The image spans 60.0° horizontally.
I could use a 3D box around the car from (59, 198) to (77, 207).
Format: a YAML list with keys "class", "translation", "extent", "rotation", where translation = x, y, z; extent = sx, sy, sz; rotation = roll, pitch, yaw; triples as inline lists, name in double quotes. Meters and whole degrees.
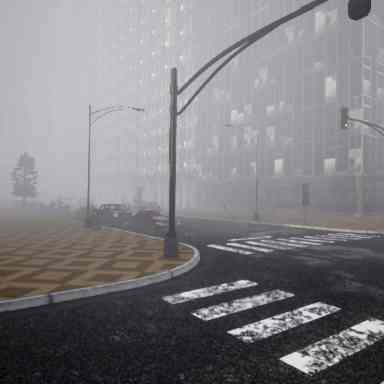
- class: "car"
  translation: [-24.662, 2.036, 66.106]
  extent: [2.192, 1.841, 5.009]
  rotation: [1, -1, -35]

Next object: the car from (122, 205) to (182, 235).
- class: "car"
  translation: [-2.241, 1.662, 19.372]
  extent: [1.802, 1.307, 4.206]
  rotation: [1, -1, -35]

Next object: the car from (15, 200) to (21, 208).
- class: "car"
  translation: [-28.277, 2.062, 56.647]
  extent: [1.887, 1.381, 4.507]
  rotation: [1, -1, -35]

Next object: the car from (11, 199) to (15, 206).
- class: "car"
  translation: [-31.533, 2.123, 61.305]
  extent: [2.008, 1.369, 4.403]
  rotation: [1, -1, -35]

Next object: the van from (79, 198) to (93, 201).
- class: "van"
  translation: [-18.153, 1.952, 56.787]
  extent: [1.690, 1.788, 3.998]
  rotation: [1, -1, -35]

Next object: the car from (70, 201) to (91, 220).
- class: "car"
  translation: [-8.653, 1.713, 28.552]
  extent: [1.752, 1.417, 4.829]
  rotation: [1, -1, -35]

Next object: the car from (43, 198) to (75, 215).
- class: "car"
  translation: [-15.259, 1.739, 38.011]
  extent: [1.967, 1.590, 4.097]
  rotation: [1, -1, -35]

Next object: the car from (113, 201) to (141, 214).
- class: "car"
  translation: [-8.486, 1.974, 42.946]
  extent: [1.752, 1.417, 4.829]
  rotation: [1, -1, -35]

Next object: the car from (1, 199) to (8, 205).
- class: "car"
  translation: [-41.296, 2.287, 75.283]
  extent: [2.008, 1.369, 4.403]
  rotation: [1, -1, -35]

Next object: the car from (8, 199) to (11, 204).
- class: "car"
  translation: [-34.787, 2.209, 65.965]
  extent: [1.802, 1.307, 4.206]
  rotation: [1, -1, -35]

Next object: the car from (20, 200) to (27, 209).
- class: "car"
  translation: [-25.023, 2.029, 51.987]
  extent: [1.947, 1.339, 4.313]
  rotation: [1, -1, -35]

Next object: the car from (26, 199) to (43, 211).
- class: "car"
  translation: [-21.769, 1.959, 47.328]
  extent: [2.008, 1.369, 4.403]
  rotation: [1, -1, -35]

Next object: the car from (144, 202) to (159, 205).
- class: "car"
  translation: [-5.135, 1.832, 38.149]
  extent: [1.967, 1.590, 4.097]
  rotation: [1, -1, -35]

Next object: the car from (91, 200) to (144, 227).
- class: "car"
  translation: [-5.496, 1.575, 24.033]
  extent: [1.967, 1.590, 4.097]
  rotation: [1, -1, -35]

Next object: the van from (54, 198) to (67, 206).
- class: "van"
  translation: [-27.916, 2.117, 70.765]
  extent: [1.690, 1.788, 3.998]
  rotation: [1, -1, -35]
